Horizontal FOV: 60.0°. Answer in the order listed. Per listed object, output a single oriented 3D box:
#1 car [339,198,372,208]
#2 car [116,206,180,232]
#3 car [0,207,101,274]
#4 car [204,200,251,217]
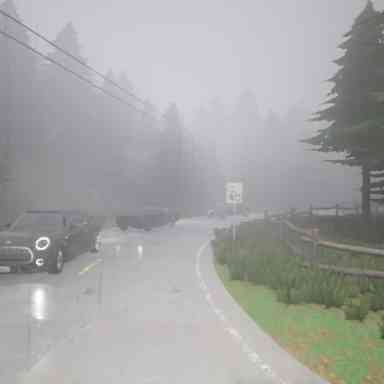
[{"bbox_3d":[17.965,1.445,35.925,4.902,1.511,2.128,0,0,-32],"label":"car"},{"bbox_3d":[-2.543,1.543,20.201,1.895,1.301,4.718,0,0,24],"label":"car"},{"bbox_3d":[-4.513,1.316,10.468,2.097,1.767,4.553,0,0,4],"label":"car"},{"bbox_3d":[3.144,1.426,28.603,4.902,1.511,2.128,0,0,-44],"label":"car"}]
